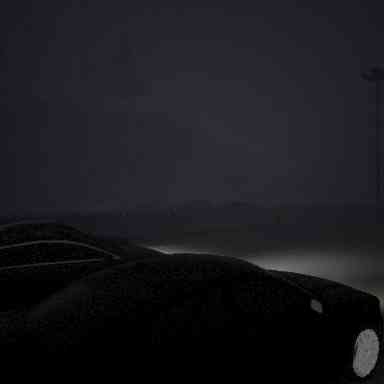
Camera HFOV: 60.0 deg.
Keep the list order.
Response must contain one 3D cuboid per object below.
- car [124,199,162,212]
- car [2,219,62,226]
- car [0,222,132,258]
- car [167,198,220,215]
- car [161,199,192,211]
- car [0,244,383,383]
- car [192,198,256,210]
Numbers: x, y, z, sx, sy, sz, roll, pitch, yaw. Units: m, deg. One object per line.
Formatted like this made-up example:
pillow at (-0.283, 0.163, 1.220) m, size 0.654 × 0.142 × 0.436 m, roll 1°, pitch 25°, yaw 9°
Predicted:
car at (-4.204, 1.449, 34.162) m, size 5.357 × 1.411 × 2.033 m, roll 0°, pitch 0°, yaw -30°
car at (-3.965, 1.504, 9.363) m, size 4.674 × 1.442 × 1.812 m, roll 0°, pitch 0°, yaw -34°
car at (-2.574, 1.478, 6.081) m, size 4.902 × 1.511 × 2.128 m, roll 0°, pitch 0°, yaw -35°
car at (0.175, 1.404, 32.534) m, size 4.892 × 1.490 × 1.837 m, roll 0°, pitch 0°, yaw -28°
car at (0.130, 1.512, 28.549) m, size 4.718 × 1.301 × 1.895 m, roll 0°, pitch 0°, yaw -29°
car at (0.183, 1.466, 3.731) m, size 5.008 × 1.535 × 1.882 m, roll 0°, pitch 0°, yaw -34°
car at (2.834, 1.406, 26.014) m, size 4.902 × 1.511 × 2.128 m, roll 0°, pitch 0°, yaw -28°
